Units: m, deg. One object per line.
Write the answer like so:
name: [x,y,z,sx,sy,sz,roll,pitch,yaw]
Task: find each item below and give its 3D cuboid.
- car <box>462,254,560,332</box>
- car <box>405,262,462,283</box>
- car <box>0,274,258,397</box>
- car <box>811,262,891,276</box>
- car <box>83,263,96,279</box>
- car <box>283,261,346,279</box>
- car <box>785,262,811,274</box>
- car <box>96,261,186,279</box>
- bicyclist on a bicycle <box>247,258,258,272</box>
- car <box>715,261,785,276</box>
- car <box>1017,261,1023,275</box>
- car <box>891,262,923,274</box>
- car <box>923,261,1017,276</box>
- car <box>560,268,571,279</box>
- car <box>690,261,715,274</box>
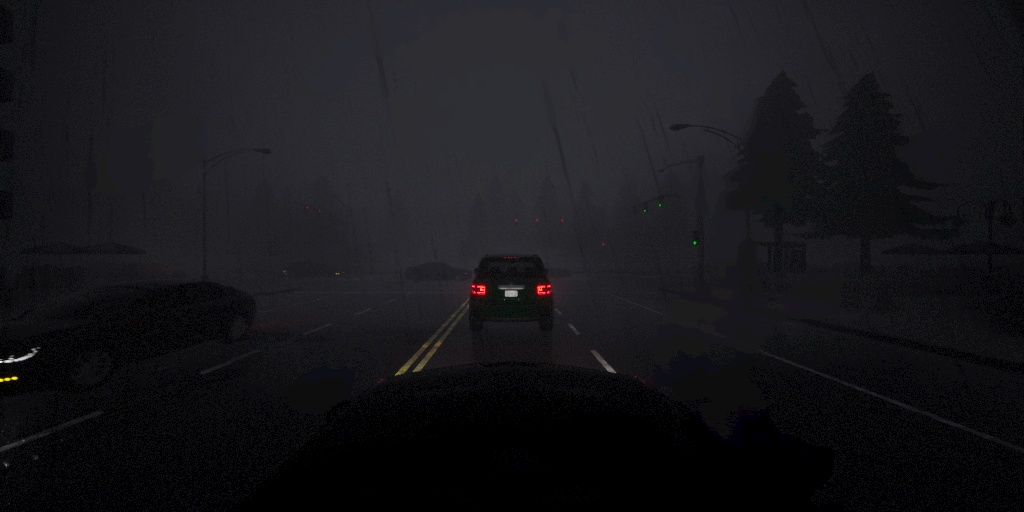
car: [-0.018,0.971,11.060,2.150,2.045,5.566,0,0,0]
car: [-5.568,1.208,27.298,5.008,1.535,1.882,0,0,-1]
car: [-7.117,1.254,6.758,1.837,1.490,4.892,0,0,0]
car: [32.705,1.242,34.701,5.357,1.411,2.033,0,0,1]
car: [-33.230,1.199,30.379,4.892,1.490,1.837,0,0,-3]
car: [-16.867,1.201,30.697,4.892,1.490,1.837,0,0,-1]
car: [30.612,1.295,38.206,4.718,1.301,1.895,0,0,1]
car: [-27.536,1.172,27.053,5.008,1.535,1.882,0,0,-1]
bicyclist on a bicycle: [-30.088,0.995,41.582,0.582,1.620,1.656,0,0,0]
car: [22.954,1.186,34.707,4.902,1.511,2.128,0,0,0]
car: [50.471,1.198,35.042,4.892,1.490,1.837,0,0,21]
car: [40.728,1.295,37.584,4.718,1.301,1.895,0,0,9]
car: [42.817,1.186,33.635,4.902,1.511,2.128,0,0,13]
car: [2.324,1.265,30.863,5.357,1.411,2.033,0,0,0]
car: [21.507,1.220,38.202,4.674,1.442,1.812,0,0,0]
